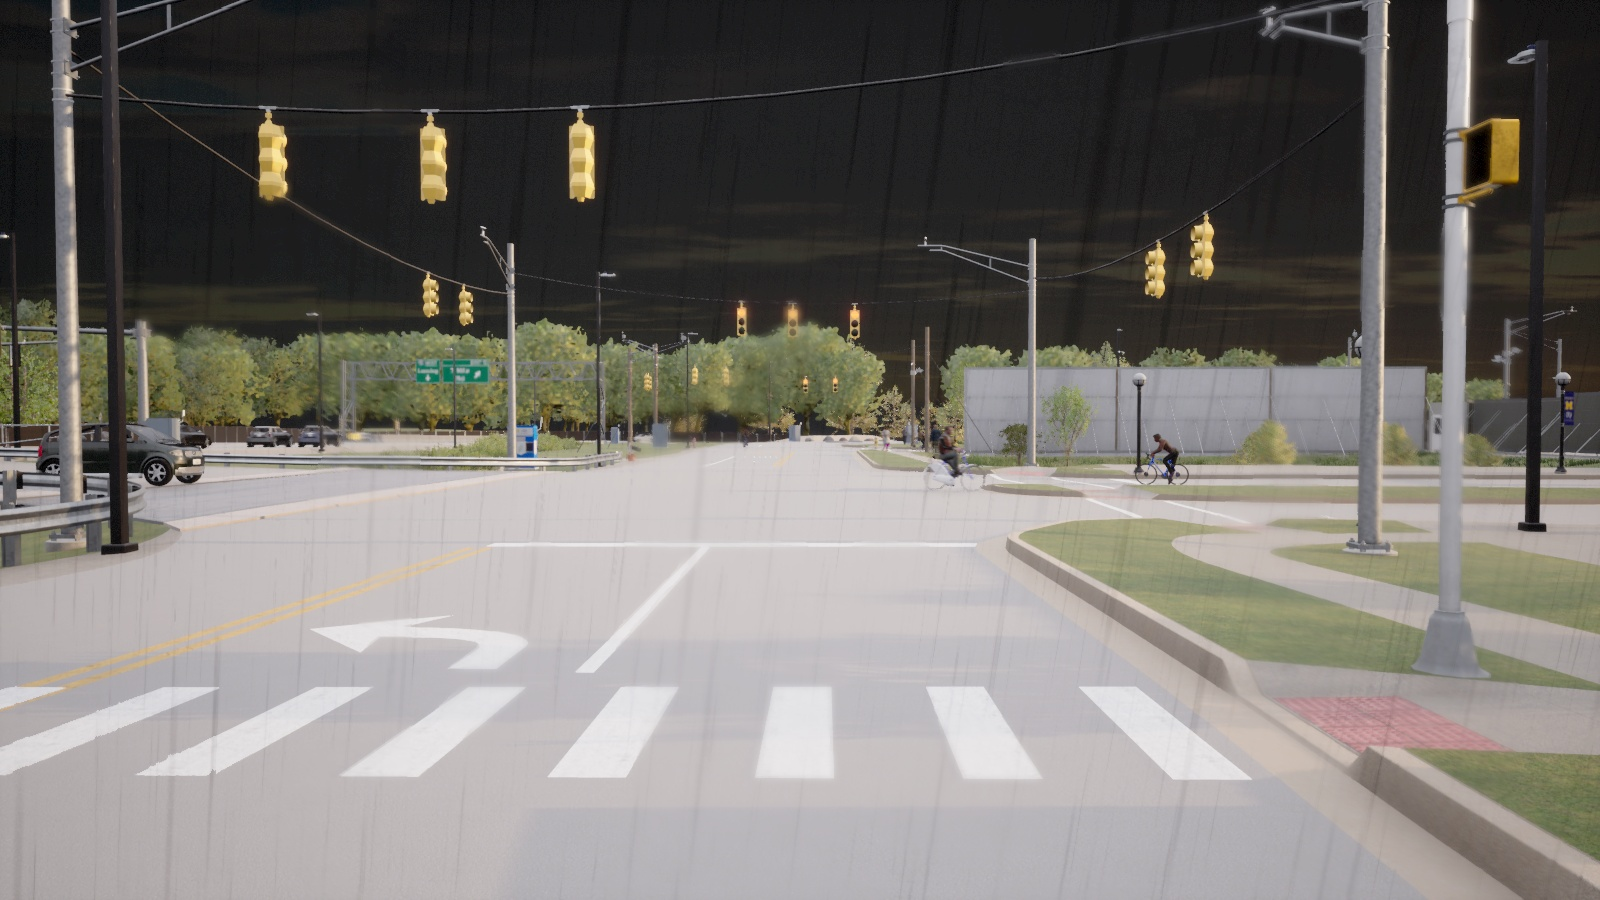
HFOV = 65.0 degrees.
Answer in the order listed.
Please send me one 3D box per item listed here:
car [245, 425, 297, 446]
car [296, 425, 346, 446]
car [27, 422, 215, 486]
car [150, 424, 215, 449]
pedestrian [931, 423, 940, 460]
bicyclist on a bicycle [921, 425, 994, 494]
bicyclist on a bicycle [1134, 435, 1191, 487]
[{"bbox_3d":[-36.867,-1.007,87.587,1.970,1.475,3.806,0,1,1],"label":"car"},{"bbox_3d":[-33.367,-1.003,87.562,1.970,1.475,3.806,0,1,1],"label":"car"},{"bbox_3d":[-16.831,0.080,31.250,3.705,1.549,1.789,0,1,1],"label":"car"},{"bbox_3d":[-37.069,-0.832,75.470,1.816,1.474,4.193,0,1,1],"label":"car"},{"bbox_3d":[6.935,-0.443,64.346,0.402,1.842,0.726,0,2,3],"label":"pedestrian"},{"bbox_3d":[4.187,0.241,33.449,1.843,1.776,0.659,1,0,35],"label":"bicyclist on a bicycle"},{"bbox_3d":[11.428,0.330,39.639,1.656,1.620,0.582,1,1,11],"label":"bicyclist on a bicycle"}]
